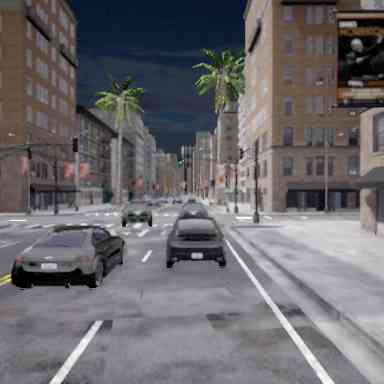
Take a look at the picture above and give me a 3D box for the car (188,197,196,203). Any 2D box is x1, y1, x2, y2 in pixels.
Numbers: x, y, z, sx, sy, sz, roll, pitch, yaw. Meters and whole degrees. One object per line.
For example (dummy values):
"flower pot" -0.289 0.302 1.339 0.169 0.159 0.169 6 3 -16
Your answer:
"car" 0.000 2.008 83.934 1.994 1.385 4.181 0 0 0

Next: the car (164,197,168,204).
"car" -6.500 1.958 75.148 1.882 1.535 5.008 0 0 0

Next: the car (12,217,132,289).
"car" -3.150 1.622 9.343 1.994 1.385 4.181 0 0 0

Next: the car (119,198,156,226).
"car" -4.250 1.524 24.763 2.097 1.767 4.553 0 -1 -14

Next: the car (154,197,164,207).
"car" -6.550 1.892 58.904 1.837 1.490 4.892 0 0 1

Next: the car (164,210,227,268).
"car" 0.104 1.573 11.620 1.837 1.490 4.892 0 -1 -1

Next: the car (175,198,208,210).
"car" 0.097 1.515 24.762 2.097 1.767 4.553 0 -1 0

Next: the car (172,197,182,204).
"car" -3.250 1.840 73.900 2.097 1.767 4.553 0 0 0

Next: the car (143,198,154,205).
"car" -9.750 2.019 74.570 1.812 1.442 4.674 0 0 0

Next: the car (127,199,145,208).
"car" -9.794 1.934 58.565 2.033 1.411 5.357 0 0 1

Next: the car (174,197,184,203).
"car" -3.250 1.981 83.935 2.128 1.511 4.902 0 0 0
